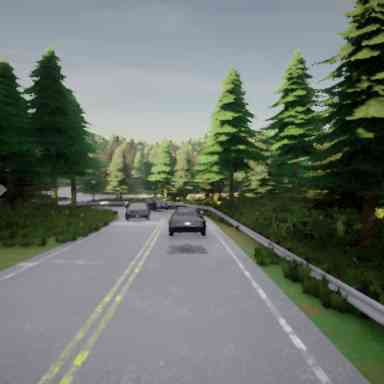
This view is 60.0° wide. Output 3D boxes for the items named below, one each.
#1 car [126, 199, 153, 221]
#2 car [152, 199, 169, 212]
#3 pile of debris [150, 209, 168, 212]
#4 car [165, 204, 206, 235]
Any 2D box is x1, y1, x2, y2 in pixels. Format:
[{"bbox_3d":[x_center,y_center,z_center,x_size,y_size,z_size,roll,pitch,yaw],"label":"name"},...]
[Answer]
[{"bbox_3d":[-4.329,1.517,26.910,1.812,1.442,4.674,0,0,-8],"label":"car"},{"bbox_3d":[-4.347,1.495,39.082,2.033,1.411,5.357,-3,1,-28],"label":"car"},{"bbox_3d":[-3.807,2.117,38.208,1.500,0.140,1.860,-2,1,-26],"label":"pile of debris"},{"bbox_3d":[-0.290,1.539,18.554,1.994,1.385,4.181,0,0,-2],"label":"car"}]
